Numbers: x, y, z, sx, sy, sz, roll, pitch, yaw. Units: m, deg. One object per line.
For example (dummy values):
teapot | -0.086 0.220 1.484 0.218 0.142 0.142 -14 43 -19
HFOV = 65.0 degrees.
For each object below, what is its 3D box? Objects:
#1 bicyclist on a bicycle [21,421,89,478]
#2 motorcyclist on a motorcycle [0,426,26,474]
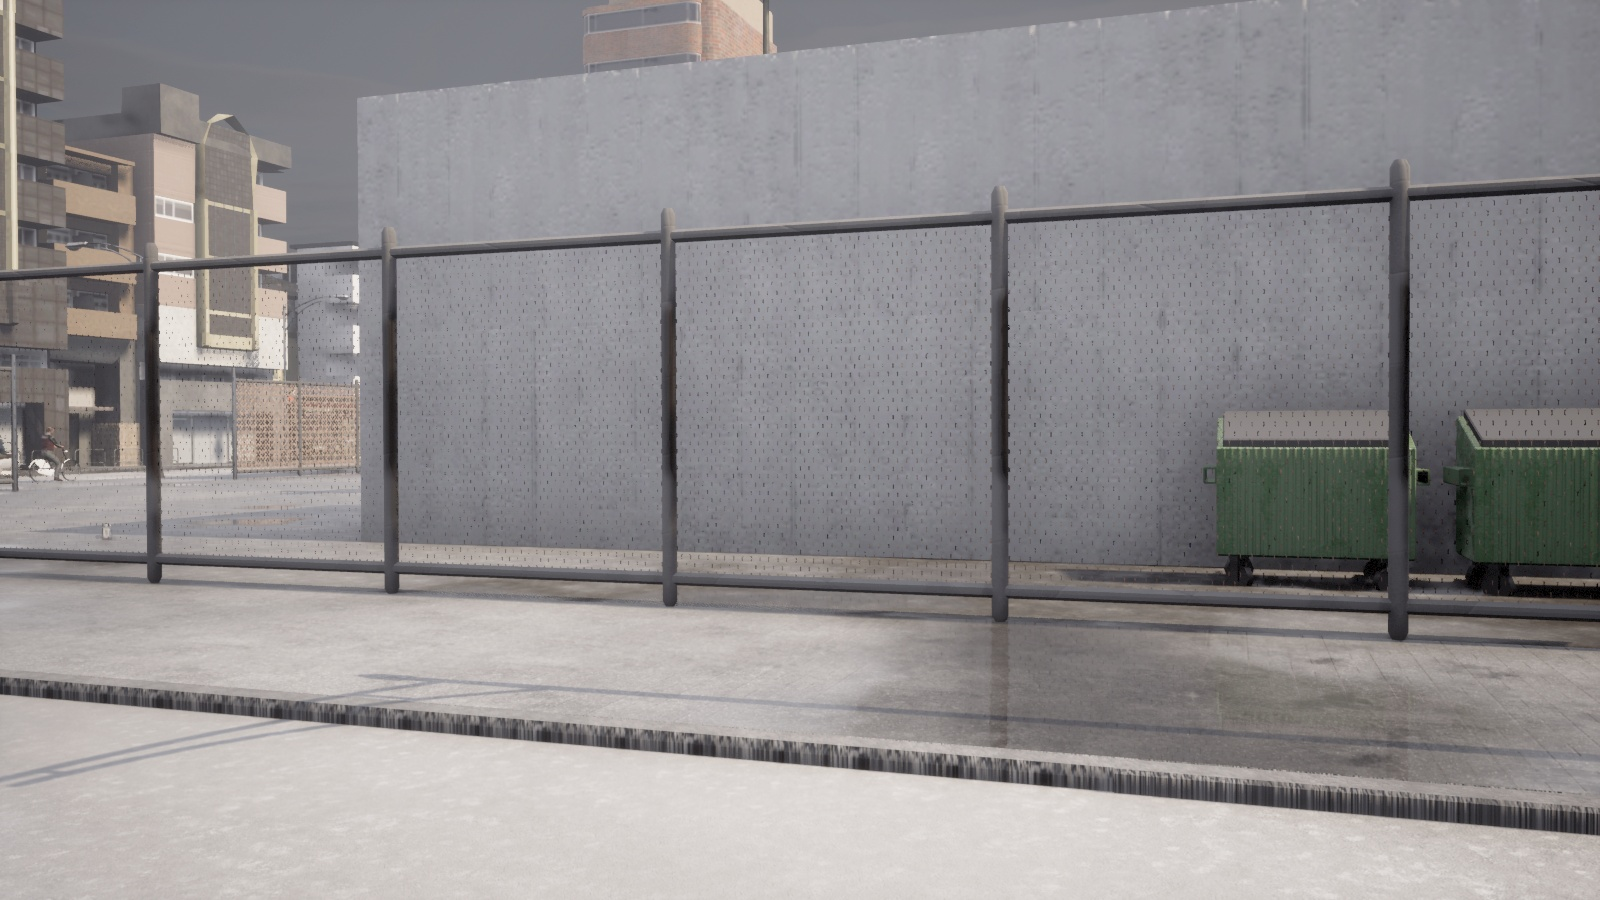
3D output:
bicyclist on a bicycle | -23.671 -0.031 39.939 0.659 1.776 1.843 1 1 19
motorcyclist on a motorcycle | -27.130 0.003 42.149 0.866 1.590 1.817 1 1 19
